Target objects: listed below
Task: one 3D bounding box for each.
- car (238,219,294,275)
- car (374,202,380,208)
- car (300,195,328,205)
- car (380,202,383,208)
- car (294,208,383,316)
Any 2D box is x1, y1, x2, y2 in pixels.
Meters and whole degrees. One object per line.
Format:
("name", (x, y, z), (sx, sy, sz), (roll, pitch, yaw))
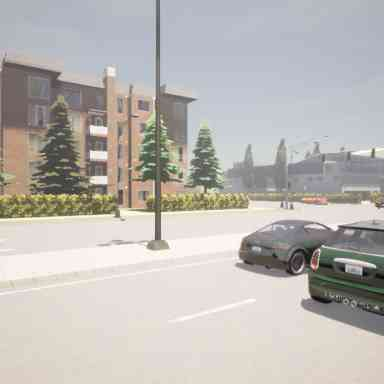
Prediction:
("car", (3.445, 1.564, 10.479), (4.181, 1.385, 1.994), (0, 0, -36))
("car", (26.269, 1.601, 43.463), (4.718, 1.301, 1.895), (0, 0, -20))
("car", (20.840, 1.351, 57.227), (2.097, 1.767, 4.553), (0, 0, -37))
("car", (11.496, 1.352, 16.264), (4.553, 1.767, 2.097), (0, 0, -36))
("car", (4.505, 1.352, 6.944), (4.553, 1.767, 2.097), (0, 0, -36))
